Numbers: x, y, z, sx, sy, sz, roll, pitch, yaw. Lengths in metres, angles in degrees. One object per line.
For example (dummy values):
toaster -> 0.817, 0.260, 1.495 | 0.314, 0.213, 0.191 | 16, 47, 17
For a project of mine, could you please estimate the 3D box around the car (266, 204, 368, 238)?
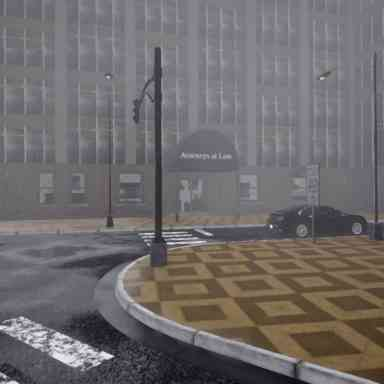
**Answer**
car -> 6.012, 1.321, 15.951 | 4.892, 1.490, 1.837 | 0, 0, -14
